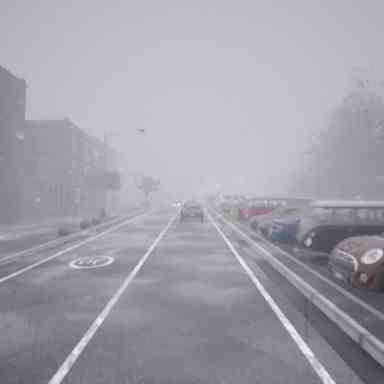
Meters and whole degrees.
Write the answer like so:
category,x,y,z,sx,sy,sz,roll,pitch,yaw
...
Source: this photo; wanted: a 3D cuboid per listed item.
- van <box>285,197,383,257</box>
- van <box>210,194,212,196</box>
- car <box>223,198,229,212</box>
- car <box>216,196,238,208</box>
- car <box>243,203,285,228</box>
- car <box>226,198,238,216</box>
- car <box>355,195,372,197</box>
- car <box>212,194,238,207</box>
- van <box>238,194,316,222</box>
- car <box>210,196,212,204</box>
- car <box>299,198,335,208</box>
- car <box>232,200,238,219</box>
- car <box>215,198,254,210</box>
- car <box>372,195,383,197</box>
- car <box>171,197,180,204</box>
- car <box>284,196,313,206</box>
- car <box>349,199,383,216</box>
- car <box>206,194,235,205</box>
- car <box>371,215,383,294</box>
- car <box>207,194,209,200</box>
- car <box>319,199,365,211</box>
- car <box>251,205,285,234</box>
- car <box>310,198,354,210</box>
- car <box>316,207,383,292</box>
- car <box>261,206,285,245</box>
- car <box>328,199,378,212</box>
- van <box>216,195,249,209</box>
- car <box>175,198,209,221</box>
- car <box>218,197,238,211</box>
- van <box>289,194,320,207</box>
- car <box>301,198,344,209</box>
category,x,y,z,sx,sy,sz,roll,pitch,yaw
van,5.533,1.268,10.647,4.442,1.987,1.878,0,0,0
van,5.473,1.396,52.694,4.442,1.987,1.878,0,0,0
car,5.615,1.525,30.266,5.008,1.535,2.097,0,0,0
car,5.603,1.556,38.672,4.892,1.521,2.231,0,0,0
car,5.608,1.536,19.056,4.792,1.488,2.163,0,0,0
car,5.810,1.517,27.466,5.366,1.575,1.946,0,0,0
car,18.663,1.294,36.066,5.566,2.045,2.435,0,0,0
car,5.631,1.317,41.480,5.566,2.045,2.435,0,0,0
van,5.516,1.285,21.860,4.442,1.987,1.878,0,0,0
car,5.586,1.609,49.889,4.892,1.521,2.231,0,0,0
car,18.669,1.650,49.989,4.674,1.452,2.002,0,0,0
car,5.658,1.545,24.663,4.792,1.488,2.163,0,0,0
car,5.593,1.581,44.283,5.008,1.535,2.097,0,0,0
car,18.674,1.270,27.710,5.566,2.045,2.435,0,0,0
car,-3.261,1.790,69.601,2.128,1.511,4.902,0,0,0
car,18.634,1.527,58.342,4.553,1.767,2.185,0,0,0
car,18.690,1.536,33.278,5.008,1.535,2.097,0,0,0
car,5.614,1.465,66.709,5.566,2.045,2.435,0,0,0
car,5.627,1.359,5.040,4.553,1.767,2.185,0,0,0
car,5.614,1.400,58.299,5.566,2.045,2.435,0,0,0
car,18.653,1.600,41.633,4.792,1.488,2.163,0,0,0
car,5.612,1.532,16.253,4.792,1.488,2.163,0,0,0
car,18.673,1.583,44.418,5.008,1.535,2.097,0,0,0
car,5.685,1.364,7.844,4.553,1.767,2.185,0,0,0
car,5.640,1.498,13.450,5.008,1.535,2.097,0,0,0
car,18.715,1.586,38.848,4.792,1.488,2.163,0,0,0
van,5.711,1.369,47.087,4.442,1.987,1.878,0,0,0
car,0.024,1.546,27.225,2.128,1.511,4.902,0,0,0
car,5.582,1.573,35.874,4.792,1.488,2.163,0,0,0
van,18.782,1.410,55.562,4.442,1.987,1.878,0,0,0
car,18.489,1.593,47.204,5.366,1.575,1.946,0,0,0
